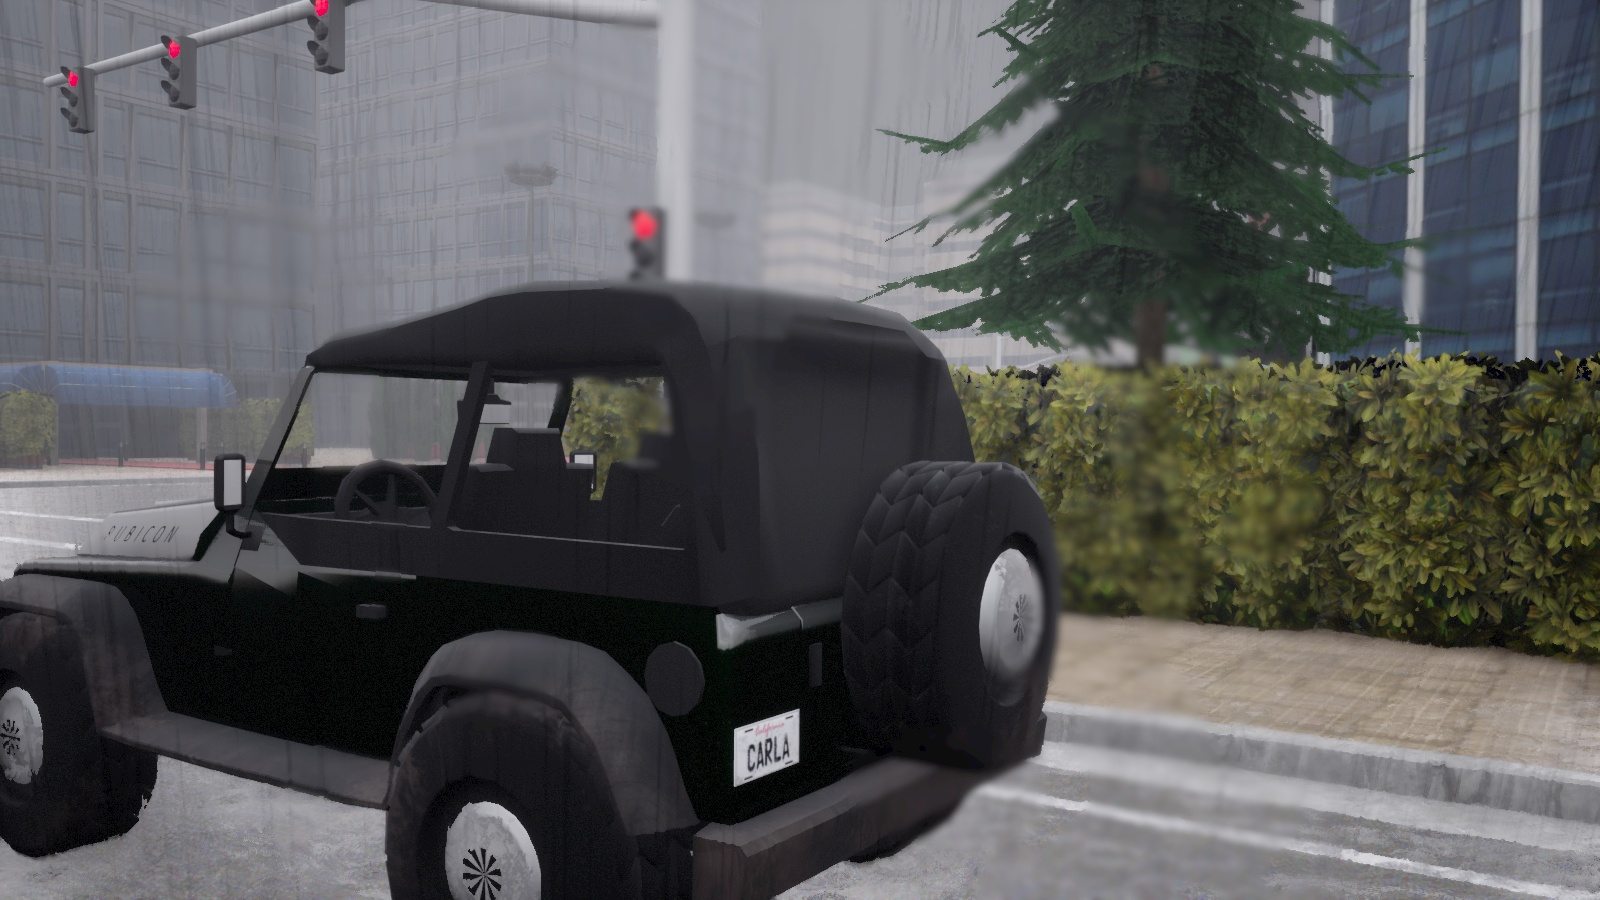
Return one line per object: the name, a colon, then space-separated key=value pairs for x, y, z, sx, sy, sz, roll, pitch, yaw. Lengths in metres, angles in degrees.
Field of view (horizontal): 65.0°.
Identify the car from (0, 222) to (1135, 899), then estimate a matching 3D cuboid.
car: x=-1.061 y=0.478 z=4.325 sx=3.866 sy=1.878 sz=1.905 roll=0 pitch=1 yaw=34
